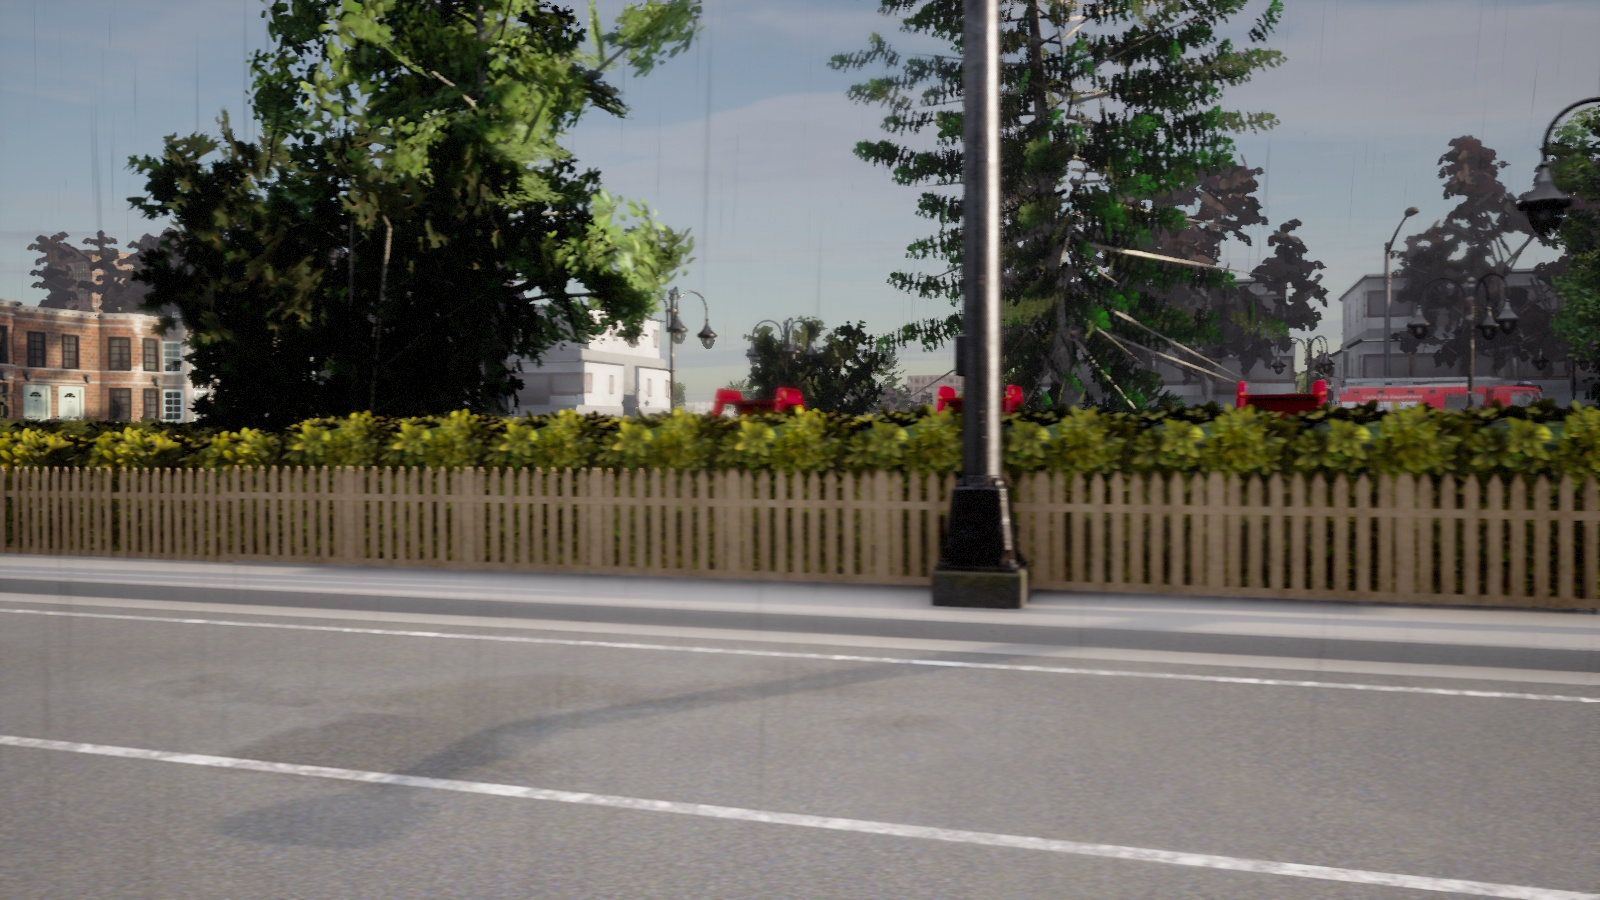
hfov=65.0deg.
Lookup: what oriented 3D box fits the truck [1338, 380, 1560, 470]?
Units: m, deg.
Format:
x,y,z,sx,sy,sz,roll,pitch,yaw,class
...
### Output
x,y,z,sx,sy,sz,roll,pitch,yaw,class
28.801,-1.131,56.185,8.468,3.827,2.891,1,1,19,truck
